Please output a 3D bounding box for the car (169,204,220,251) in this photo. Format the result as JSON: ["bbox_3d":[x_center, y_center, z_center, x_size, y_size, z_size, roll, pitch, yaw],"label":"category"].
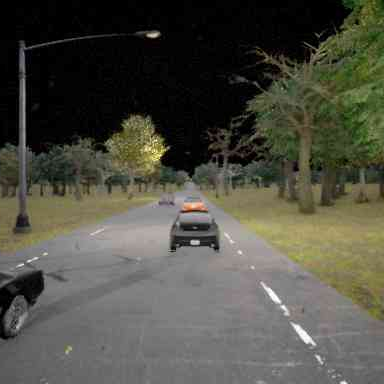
[{"bbox_3d":[0.108,1.477,13.850,1.837,1.490,4.892,0,0,0],"label":"car"}]

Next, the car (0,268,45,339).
[{"bbox_3d":[-3.599,1.600,3.804,1.895,1.301,4.718,0,0,0],"label":"car"}]

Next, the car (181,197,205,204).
[{"bbox_3d":[0.118,1.217,30.105,2.097,1.767,4.553,0,1,0],"label":"car"}]

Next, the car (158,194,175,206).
[{"bbox_3d":[-3.549,1.041,47.118,2.097,1.767,4.553,0,1,0],"label":"car"}]
